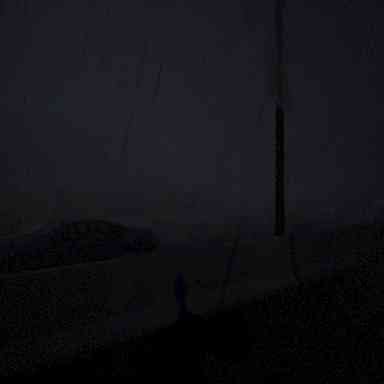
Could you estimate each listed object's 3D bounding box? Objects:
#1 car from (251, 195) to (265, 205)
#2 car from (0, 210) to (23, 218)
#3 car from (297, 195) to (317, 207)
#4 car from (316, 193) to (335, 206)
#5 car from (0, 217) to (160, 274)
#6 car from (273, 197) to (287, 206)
[{"bbox_3d":[11.076,1.373,56.070,2.097,1.767,4.553,0,0,8],"label":"car"},{"bbox_3d":[-11.234,1.577,17.676,4.181,1.385,1.994,0,0,-38],"label":"car"},{"bbox_3d":[16.879,1.466,49.744,2.128,1.511,4.902,0,0,13],"label":"car"},{"bbox_3d":[21.351,1.192,53.909,2.150,2.045,5.566,0,0,8],"label":"car"},{"bbox_3d":[-3.590,1.551,10.258,5.357,1.411,2.033,0,0,-39],"label":"car"},{"bbox_3d":[14.488,1.523,55.265,2.033,1.411,5.357,0,0,8],"label":"car"}]
